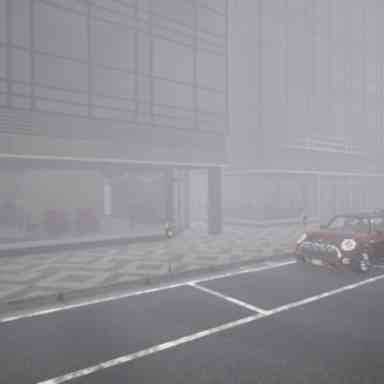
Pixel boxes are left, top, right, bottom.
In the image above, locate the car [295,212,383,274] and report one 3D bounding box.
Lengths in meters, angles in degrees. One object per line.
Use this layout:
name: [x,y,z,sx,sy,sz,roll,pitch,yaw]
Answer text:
car: [5.036,1.377,10.247,4.097,1.590,1.967,0,0,-36]
